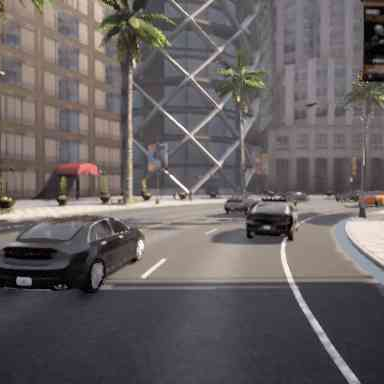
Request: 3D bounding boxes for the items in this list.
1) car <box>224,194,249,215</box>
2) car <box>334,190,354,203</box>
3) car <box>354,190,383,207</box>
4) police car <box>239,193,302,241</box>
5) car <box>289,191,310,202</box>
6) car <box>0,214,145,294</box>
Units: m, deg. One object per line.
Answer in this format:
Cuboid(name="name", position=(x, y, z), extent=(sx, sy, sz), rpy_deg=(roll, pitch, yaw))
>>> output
Cuboid(name="car", position=(4.191, 0.934, 25.583), extent=(2.128, 1.511, 4.902), rpy_deg=(1, 1, 33))
Cuboid(name="car", position=(20.578, 0.576, 42.740), extent=(4.892, 1.490, 1.837), rpy_deg=(0, 1, -18))
Cuboid(name="car", position=(19.630, 0.599, 34.685), extent=(4.553, 1.767, 2.097), rpy_deg=(-1, 2, -26))
Cuboid(name="police car", position=(3.753, 1.095, 15.113), extent=(1.930, 1.638, 5.238), rpy_deg=(0, 1, 20))
Cuboid(name="car", position=(13.275, 0.623, 43.301), extent=(4.181, 1.385, 1.994), rpy_deg=(-1, 1, -27))
Cuboid(name="car", position=(-2.636, 1.319, 8.395), extent=(1.837, 1.490, 4.892), rpy_deg=(0, 1, 10))
